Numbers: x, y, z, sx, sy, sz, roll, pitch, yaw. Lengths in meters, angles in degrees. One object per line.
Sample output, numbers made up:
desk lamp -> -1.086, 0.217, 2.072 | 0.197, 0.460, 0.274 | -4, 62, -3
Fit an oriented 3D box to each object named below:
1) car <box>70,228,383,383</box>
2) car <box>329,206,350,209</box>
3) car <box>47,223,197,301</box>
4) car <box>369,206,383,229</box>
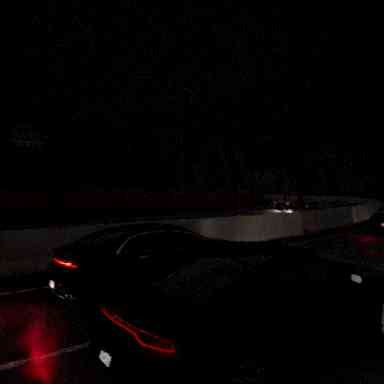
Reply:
car -> 1.111, 1.478, 4.794 | 5.008, 1.535, 1.882 | 0, 0, -37
car -> 16.670, 1.567, 37.287 | 1.994, 1.385, 4.181 | 0, 0, 32
car -> -0.736, 1.504, 7.783 | 4.892, 1.490, 1.837 | 0, 0, -37
car -> 11.611, 1.527, 19.088 | 1.812, 1.442, 4.674 | 0, 0, 43
